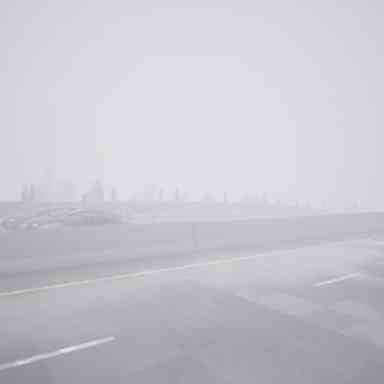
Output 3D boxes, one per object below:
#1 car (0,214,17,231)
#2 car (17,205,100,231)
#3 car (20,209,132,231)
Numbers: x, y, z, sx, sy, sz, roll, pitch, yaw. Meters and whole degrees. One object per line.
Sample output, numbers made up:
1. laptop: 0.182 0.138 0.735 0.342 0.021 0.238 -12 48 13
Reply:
1. car: -8.391 1.533 19.501 4.902 1.511 2.128 1 0 -35
2. car: -5.893 1.535 16.983 4.902 1.511 2.128 1 0 -35
3. car: -4.482 1.600 13.690 4.181 1.385 1.994 0 0 -35
